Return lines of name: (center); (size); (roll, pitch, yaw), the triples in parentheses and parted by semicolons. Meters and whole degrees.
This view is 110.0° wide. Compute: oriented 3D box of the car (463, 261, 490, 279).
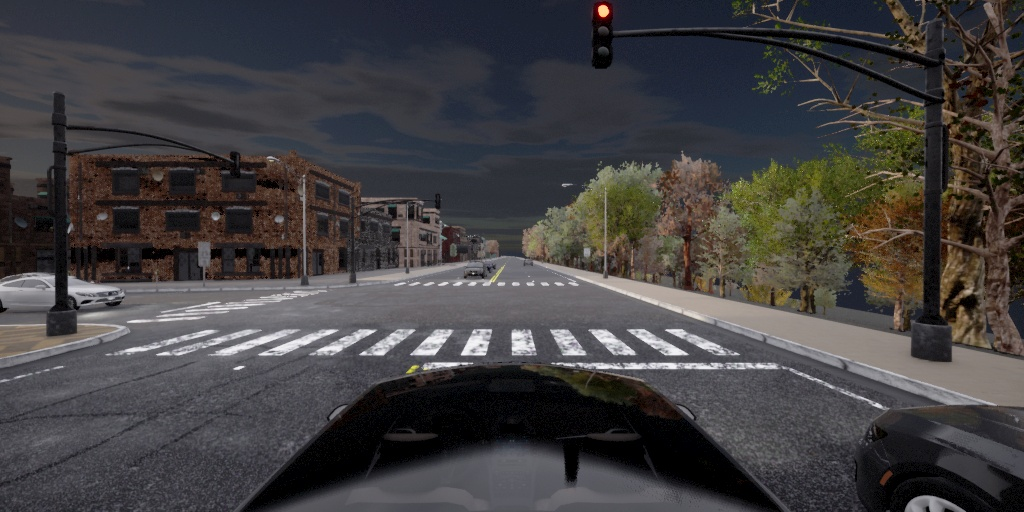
car: (-3.313, 1.250, 33.063); (1.837, 1.490, 4.892); (0, 0, 0)

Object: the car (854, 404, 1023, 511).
car: (3.347, 1.255, 0.509); (1.837, 1.490, 4.892); (0, 0, 0)

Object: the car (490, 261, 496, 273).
car: (-3.321, 1.345, 42.984); (1.895, 1.301, 4.718); (0, 0, 0)

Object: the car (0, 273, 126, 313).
car: (-19.503, 1.569, 15.299); (4.674, 1.442, 1.812); (-1, 1, -1)
